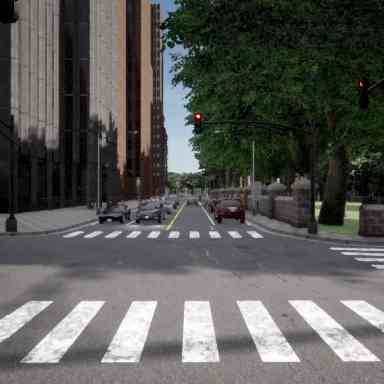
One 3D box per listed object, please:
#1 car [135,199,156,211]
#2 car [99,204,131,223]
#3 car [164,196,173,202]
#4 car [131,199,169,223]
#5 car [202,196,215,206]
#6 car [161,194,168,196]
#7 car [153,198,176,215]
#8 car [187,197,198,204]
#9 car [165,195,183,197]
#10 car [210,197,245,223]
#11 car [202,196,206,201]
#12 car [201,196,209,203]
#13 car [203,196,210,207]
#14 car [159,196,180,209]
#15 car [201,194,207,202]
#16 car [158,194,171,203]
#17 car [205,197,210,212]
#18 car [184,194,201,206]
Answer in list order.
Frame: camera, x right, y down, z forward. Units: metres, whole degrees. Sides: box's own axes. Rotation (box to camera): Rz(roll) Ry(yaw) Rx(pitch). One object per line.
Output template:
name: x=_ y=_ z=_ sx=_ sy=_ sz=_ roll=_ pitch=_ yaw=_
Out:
car: x=-5.718 y=1.579 z=41.618 sx=2.008 sy=1.369 sz=4.403 roll=0 pitch=0 yaw=0
car: x=-5.735 y=1.576 z=25.248 sx=1.947 sy=1.339 sz=4.313 roll=0 pitch=0 yaw=0
car: x=-5.678 y=1.620 z=79.818 sx=1.887 sy=1.381 sz=4.507 roll=0 pitch=0 yaw=0
car: x=-3.079 y=1.516 z=25.520 sx=1.837 sy=1.490 sz=4.892 roll=0 pitch=0 yaw=1
car: x=2.825 y=1.487 z=57.987 sx=1.967 sy=1.590 sz=4.097 roll=0 pitch=0 yaw=0
car: x=-5.695 y=1.635 z=63.447 sx=1.802 sy=1.307 sz=4.206 roll=0 pitch=0 yaw=0
car: x=-3.062 y=1.622 z=34.856 sx=1.895 sy=1.301 sz=4.718 roll=0 pitch=0 yaw=0
car: x=0.070 y=1.620 z=65.786 sx=1.994 sy=1.385 sz=4.181 roll=0 pitch=0 yaw=0
car: x=-2.993 y=1.590 z=54.436 sx=2.033 sy=1.411 sz=5.357 roll=0 pitch=0 yaw=1
car: x=2.790 y=1.326 z=25.248 sx=2.192 sy=1.841 sz=5.009 roll=0 pitch=0 yaw=0
car: x=2.813 y=1.585 z=47.074 sx=2.008 sy=1.369 sz=4.403 roll=0 pitch=0 yaw=0
car: x=2.842 y=1.593 z=74.526 sx=1.752 sy=1.417 sz=4.829 roll=0 pitch=0 yaw=0
car: x=2.807 y=1.579 z=41.617 sx=2.008 sy=1.369 sz=4.403 roll=0 pitch=0 yaw=0
car: x=-3.052 y=1.596 z=44.921 sx=1.994 sy=1.385 sz=4.181 roll=0 pitch=0 yaw=0
car: x=2.819 y=1.481 z=52.530 sx=1.967 sy=1.590 sz=4.097 roll=0 pitch=0 yaw=0
car: x=-5.689 y=1.375 z=68.904 sx=2.192 sy=1.841 sz=5.009 roll=0 pitch=0 yaw=0
car: x=2.802 y=1.588 z=36.161 sx=1.947 sy=1.339 sz=4.313 roll=0 pitch=0 yaw=0
car: x=0.115 y=1.536 z=55.806 sx=2.128 sy=1.511 sz=4.902 roll=0 pitch=0 yaw=1
